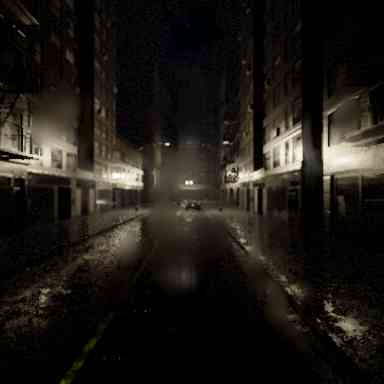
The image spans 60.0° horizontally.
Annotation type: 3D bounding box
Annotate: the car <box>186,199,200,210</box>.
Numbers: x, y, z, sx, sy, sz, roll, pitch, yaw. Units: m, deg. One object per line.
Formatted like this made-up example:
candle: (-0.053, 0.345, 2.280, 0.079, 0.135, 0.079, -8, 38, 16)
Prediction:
car: (0.143, 1.701, 45.530, 1.994, 1.385, 4.181, 0, 0, 0)

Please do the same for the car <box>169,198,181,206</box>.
car: (-2.988, 1.716, 59.049, 1.812, 1.442, 4.674, 0, 0, 1)
